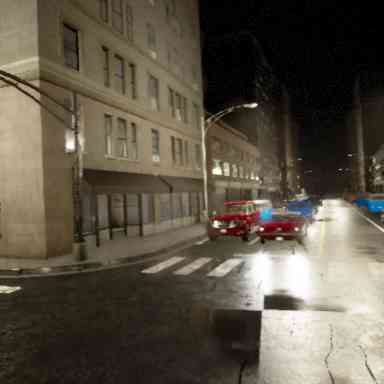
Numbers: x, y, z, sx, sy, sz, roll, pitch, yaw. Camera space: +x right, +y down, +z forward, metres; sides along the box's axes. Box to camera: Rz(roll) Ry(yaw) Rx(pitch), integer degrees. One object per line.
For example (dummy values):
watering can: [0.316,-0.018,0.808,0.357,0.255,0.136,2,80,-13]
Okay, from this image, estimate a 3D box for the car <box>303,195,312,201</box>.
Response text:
car: [27.400,1.501,78.782,1.802,1.307,4.206,-3,-1,22]

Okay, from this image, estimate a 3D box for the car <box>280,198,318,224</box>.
car: [8.045,1.477,24.702,1.882,1.535,5.008,-3,-1,22]

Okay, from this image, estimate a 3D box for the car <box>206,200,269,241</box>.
car: [2.385,1.463,17.688,2.192,1.841,5.009,-3,-1,22]

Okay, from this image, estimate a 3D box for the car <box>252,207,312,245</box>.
car: [4.466,1.634,15.961,1.895,1.301,4.718,-3,-1,22]

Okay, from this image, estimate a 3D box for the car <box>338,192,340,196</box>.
car: [39.447,1.043,85.738,2.008,1.369,4.403,-3,-1,22]

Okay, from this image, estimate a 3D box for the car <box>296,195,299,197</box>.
car: [12.808,1.491,43.143,1.967,1.590,4.097,-3,-1,22]

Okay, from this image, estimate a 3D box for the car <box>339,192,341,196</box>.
car: [35.275,0.968,75.557,1.967,1.590,4.097,-3,-1,22]

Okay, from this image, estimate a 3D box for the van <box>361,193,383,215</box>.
van: [16.518,1.040,29.735,1.690,1.788,3.998,-3,-1,22]

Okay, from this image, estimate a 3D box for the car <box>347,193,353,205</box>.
car: [24.863,1.202,50.097,1.802,1.307,4.206,-3,-1,22]

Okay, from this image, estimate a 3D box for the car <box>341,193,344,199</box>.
car: [31.101,0.879,65.375,2.192,1.841,5.009,-3,-1,22]

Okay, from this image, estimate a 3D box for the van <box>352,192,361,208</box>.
van: [20.685,1.000,39.918,1.690,1.788,3.998,-3,-1,22]

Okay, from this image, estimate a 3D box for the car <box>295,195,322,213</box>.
car: [11.870,1.441,33.983,1.882,1.535,5.008,-3,-1,23]

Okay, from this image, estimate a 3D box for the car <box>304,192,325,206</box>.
car: [18.122,1.307,49.092,2.097,1.767,4.553,-3,-1,22]

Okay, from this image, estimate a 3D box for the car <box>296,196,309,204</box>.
car: [21.147,1.525,63.507,2.008,1.369,4.403,-3,-1,22]

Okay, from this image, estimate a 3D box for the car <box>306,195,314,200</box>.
car: [31.566,1.450,88.965,1.947,1.339,4.313,-3,-1,22]

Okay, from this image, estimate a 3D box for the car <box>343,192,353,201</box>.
car: [29.030,1.164,60.280,1.802,1.307,4.206,-3,-1,22]

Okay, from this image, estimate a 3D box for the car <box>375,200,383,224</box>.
car: [12.361,1.303,19.548,1.947,1.339,4.313,-3,-1,22]

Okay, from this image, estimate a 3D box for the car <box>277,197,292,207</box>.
car: [8.641,1.530,32.960,1.967,1.590,4.097,-3,-1,22]

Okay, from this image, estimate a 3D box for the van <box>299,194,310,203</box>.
van: [23.221,1.297,68.602,1.690,1.788,3.998,-3,-1,22]

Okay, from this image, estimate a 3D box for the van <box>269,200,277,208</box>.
van: [4.469,1.470,22.778,1.690,1.788,3.998,-3,-1,22]
